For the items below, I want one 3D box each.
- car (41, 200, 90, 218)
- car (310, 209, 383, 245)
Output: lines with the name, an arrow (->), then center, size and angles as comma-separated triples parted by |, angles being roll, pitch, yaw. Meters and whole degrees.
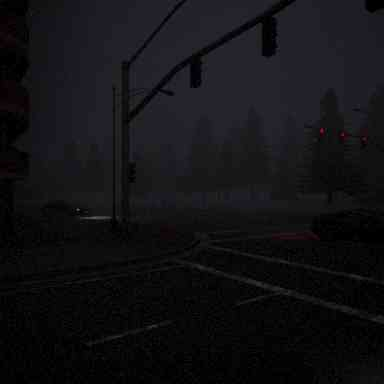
car -> -11.271, 1.471, 29.556 | 4.674, 1.442, 1.812 | 0, 0, 22
car -> 7.279, 1.462, 13.600 | 2.128, 1.511, 4.902 | 0, 0, -36
